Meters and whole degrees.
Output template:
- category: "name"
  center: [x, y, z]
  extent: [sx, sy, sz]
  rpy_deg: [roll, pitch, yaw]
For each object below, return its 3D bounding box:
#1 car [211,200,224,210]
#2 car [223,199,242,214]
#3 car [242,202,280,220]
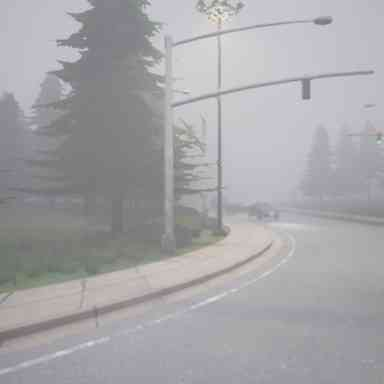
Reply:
- category: "car"
  center: [4.332, 1.576, 50.750]
  extent: [2.150, 2.045, 5.566]
  rpy_deg: [0, 0, -7]
- category: "car"
  center: [5.478, 1.882, 40.246]
  extent: [1.895, 1.301, 4.718]
  rpy_deg: [0, 0, -6]
- category: "car"
  center: [6.437, 1.703, 30.295]
  extent: [2.128, 1.511, 4.902]
  rpy_deg: [0, 0, -5]
